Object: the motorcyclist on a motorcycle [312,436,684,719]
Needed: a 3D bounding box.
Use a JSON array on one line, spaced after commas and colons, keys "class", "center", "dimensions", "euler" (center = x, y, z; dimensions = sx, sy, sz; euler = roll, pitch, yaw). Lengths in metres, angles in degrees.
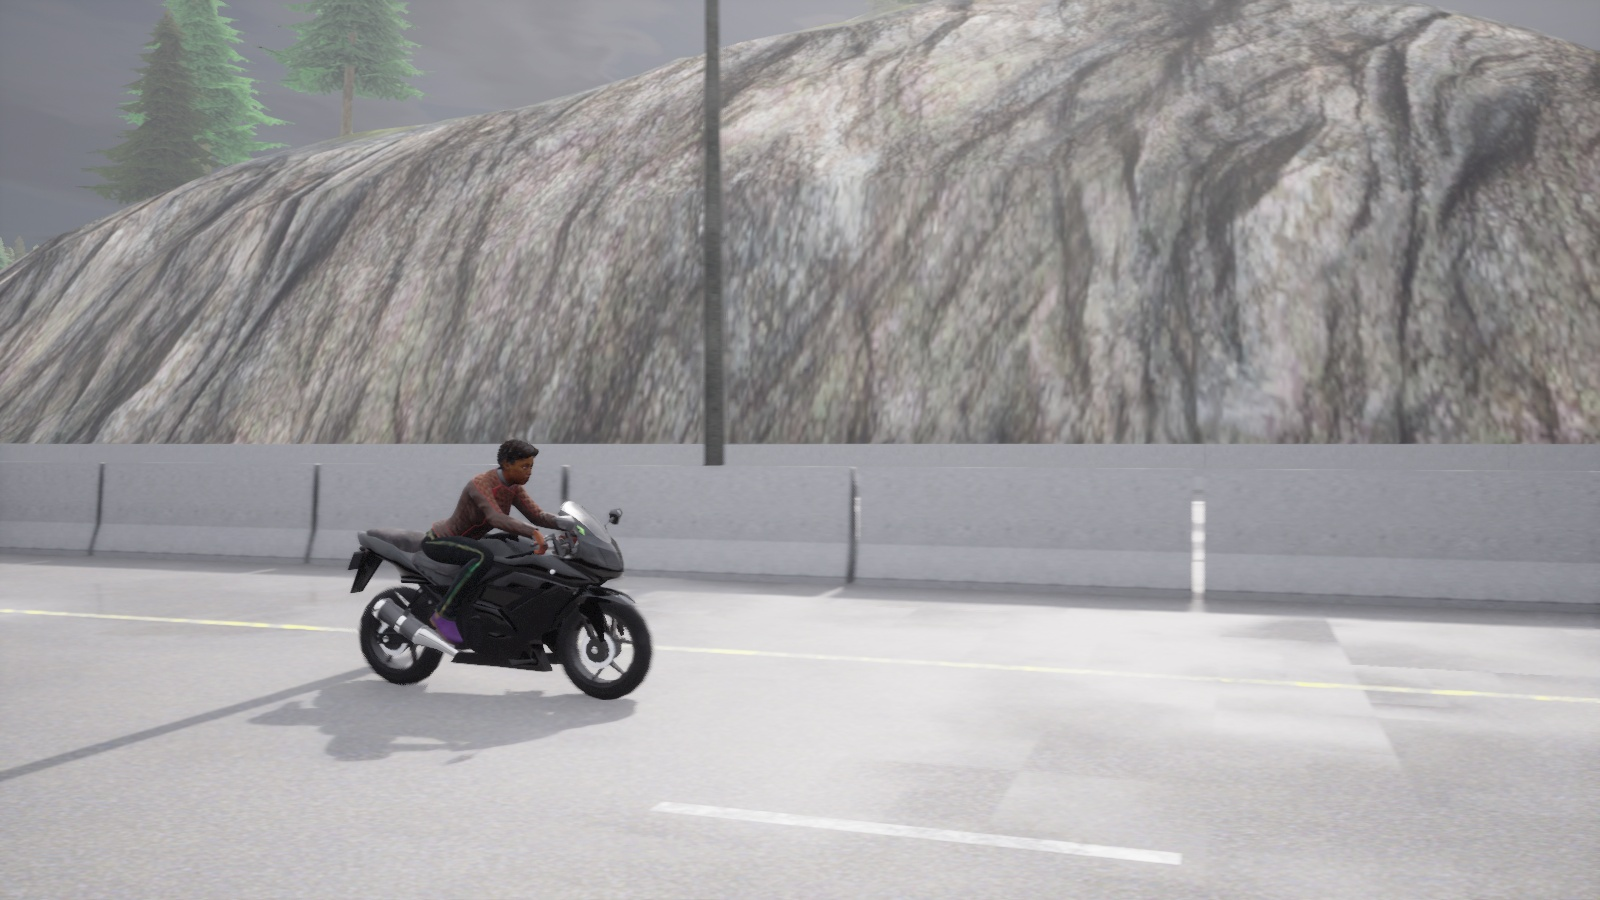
[{"class": "motorcyclist on a motorcycle", "center": [-1.792, 0.682, 7.488], "dimensions": [2.044, 1.523, 0.797], "euler": [1, 1, 19]}]
